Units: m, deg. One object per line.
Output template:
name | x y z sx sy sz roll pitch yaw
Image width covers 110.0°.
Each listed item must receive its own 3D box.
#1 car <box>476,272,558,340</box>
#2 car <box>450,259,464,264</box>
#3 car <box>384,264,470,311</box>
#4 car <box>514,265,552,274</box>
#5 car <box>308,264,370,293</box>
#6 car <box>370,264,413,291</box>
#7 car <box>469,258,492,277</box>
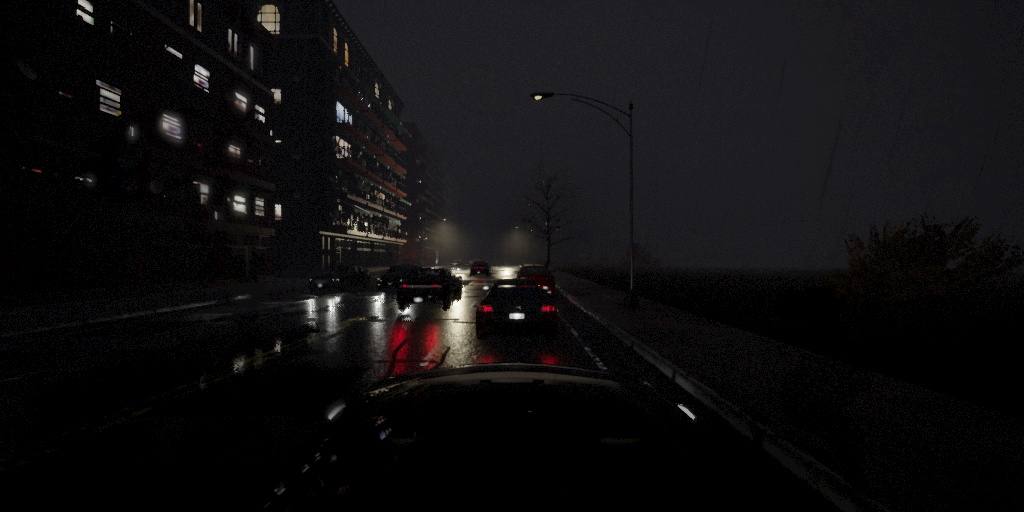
car | 0.105 1.315 10.024 1.994 1.385 4.181 0 0 0
car | -9.775 1.241 63.729 2.128 1.511 4.902 0 0 0
car | -3.145 1.243 14.448 2.128 1.511 4.902 0 0 0
car | 1.145 1.230 18.944 1.882 1.535 5.008 0 0 0
car | -9.842 1.244 20.842 2.128 1.511 4.902 0 0 0
car | -6.591 1.257 21.785 1.837 1.490 4.892 0 0 0
car | -3.133 1.259 36.274 1.837 1.490 4.892 0 1 0
